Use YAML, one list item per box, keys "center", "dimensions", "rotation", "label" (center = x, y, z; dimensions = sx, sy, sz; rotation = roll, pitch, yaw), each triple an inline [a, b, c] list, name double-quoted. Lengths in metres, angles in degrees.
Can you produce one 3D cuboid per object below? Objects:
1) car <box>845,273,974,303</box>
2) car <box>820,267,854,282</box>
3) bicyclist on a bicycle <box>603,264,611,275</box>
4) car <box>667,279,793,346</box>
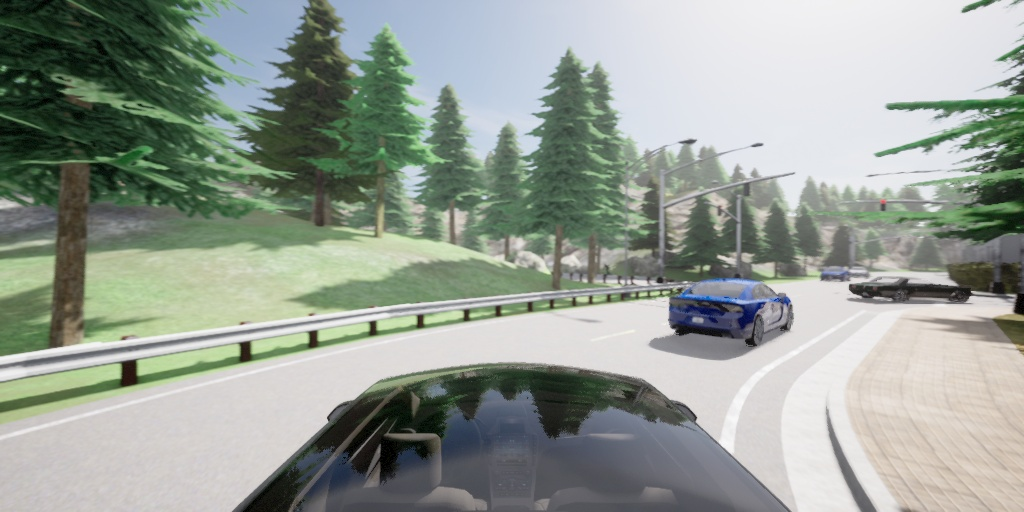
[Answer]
- center: [21.082, 1.754, 19.031]
  dimensions: [4.718, 1.301, 1.895]
  rotation: [1, -1, 2]
  label: "car"
- center: [34.831, 1.955, 38.629]
  dimensions: [5.008, 1.535, 1.882]
  rotation: [1, -1, -40]
  label: "car"
- center: [11.270, 1.695, 42.835]
  dimensions: [1.656, 1.620, 0.582]
  rotation: [-7, 2, -40]
  label: "bicyclist on a bicycle"
- center: [6.235, 1.375, 10.032]
  dimensions: [5.008, 1.535, 1.882]
  rotation: [1, -1, -41]
  label: "car"
